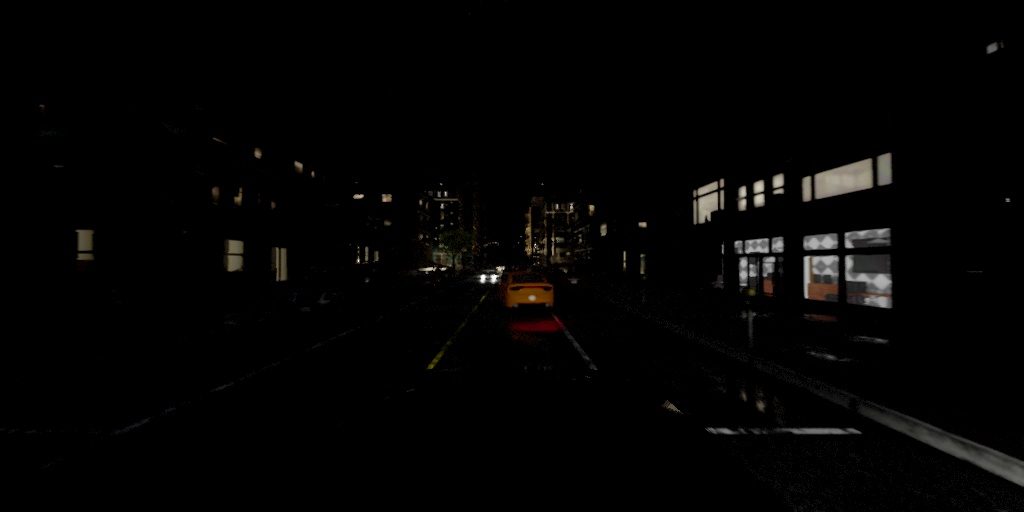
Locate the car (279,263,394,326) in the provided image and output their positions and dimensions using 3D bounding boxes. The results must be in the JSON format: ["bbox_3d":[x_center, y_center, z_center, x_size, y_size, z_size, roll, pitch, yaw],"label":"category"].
[{"bbox_3d":[-5.692,1.186,12.396,2.192,1.841,5.009,0,0,0],"label":"car"}]

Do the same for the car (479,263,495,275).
[{"bbox_3d":[-3.070,1.892,48.661,1.895,1.301,4.718,0,-1,0],"label":"car"}]

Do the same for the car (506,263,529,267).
[{"bbox_3d":[0.084,1.586,31.672,2.128,1.511,4.902,0,-1,0],"label":"car"}]

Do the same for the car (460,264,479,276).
[{"bbox_3d":[-5.771,1.799,47.066,1.751,1.417,4.829,0,0,0],"label":"car"}]

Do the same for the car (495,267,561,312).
[{"bbox_3d":[0.467,1.381,15.190,1.882,1.535,5.008,0,-1,-6],"label":"car"}]

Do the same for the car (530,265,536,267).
[{"bbox_3d":[2.684,1.628,28.994,1.948,1.339,4.313,0,0,0],"label":"car"}]

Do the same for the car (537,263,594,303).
[{"bbox_3d":[2.687,1.250,17.929,2.192,1.841,5.009,0,0,0],"label":"car"}]

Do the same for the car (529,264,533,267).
[{"bbox_3d":[2.690,1.668,34.220,1.888,1.381,4.507,0,0,0],"label":"car"}]

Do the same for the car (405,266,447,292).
[{"bbox_3d":[-5.695,1.580,23.460,1.802,1.307,4.207,0,0,0],"label":"car"}]

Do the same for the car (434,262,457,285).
[{"bbox_3d":[-5.696,1.502,28.993,1.967,1.591,4.097,0,0,0],"label":"car"}]
